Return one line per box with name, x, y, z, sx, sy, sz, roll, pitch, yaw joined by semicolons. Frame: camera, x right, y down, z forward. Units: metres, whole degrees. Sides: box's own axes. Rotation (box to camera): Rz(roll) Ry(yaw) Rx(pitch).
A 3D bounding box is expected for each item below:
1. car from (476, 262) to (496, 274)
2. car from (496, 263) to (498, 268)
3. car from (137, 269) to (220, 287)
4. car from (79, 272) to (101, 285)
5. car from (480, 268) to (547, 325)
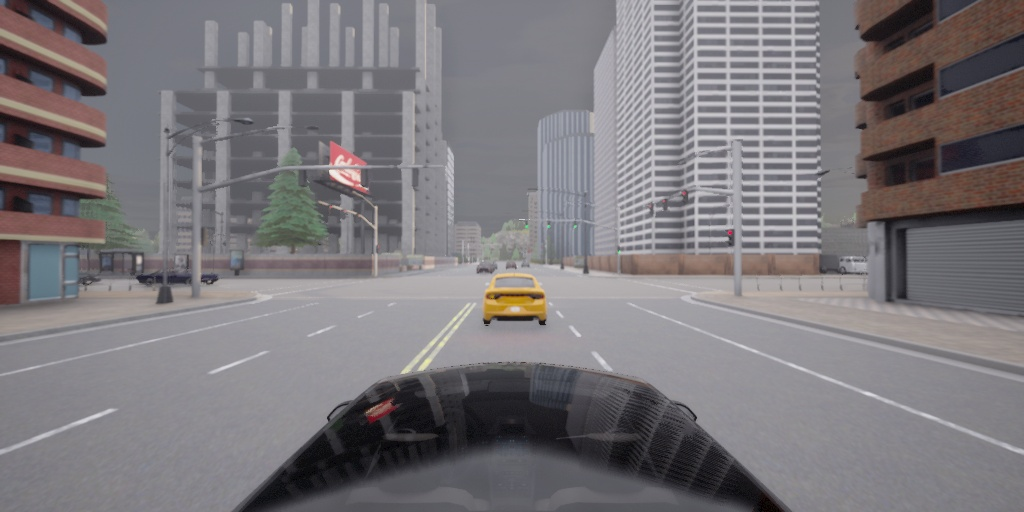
car;-3.696;1.557;49.211;2.097;1.767;4.553;0;-1;0
car;-3.691;1.784;58.419;2.128;1.511;4.902;0;-1;0
car;-24.824;1.594;26.845;4.718;1.301;1.895;0;-1;0
car;-34.262;1.541;26.774;5.357;1.411;2.033;0;-1;0
car;0.059;1.329;12.261;1.882;1.535;5.008;0;-1;-1
